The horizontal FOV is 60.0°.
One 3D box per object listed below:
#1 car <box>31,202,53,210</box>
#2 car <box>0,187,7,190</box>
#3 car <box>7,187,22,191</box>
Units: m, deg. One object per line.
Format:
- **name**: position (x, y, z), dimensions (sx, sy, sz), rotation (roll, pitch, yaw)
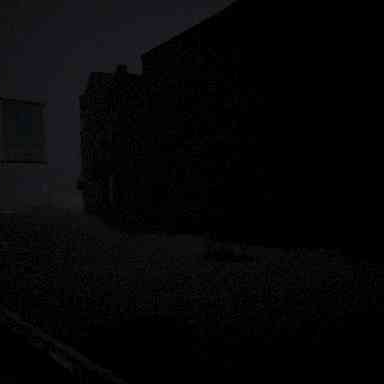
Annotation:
- **car**: position (-25.995, 2.392, 57.734), dimensions (1.994, 1.385, 4.181), rotation (-4, -1, 10)
- **car**: position (-46.267, -0.653, 77.514), dimensions (2.002, 1.452, 4.674), rotation (-4, -3, 8)
- **car**: position (-45.580, -0.452, 82.888), dimensions (2.231, 1.521, 4.892), rotation (-4, -3, 7)
